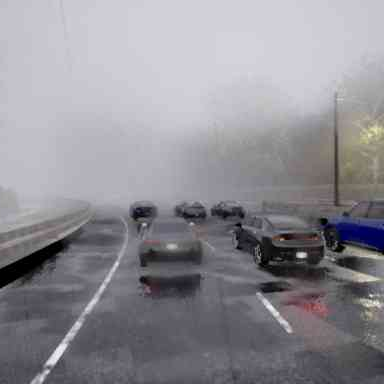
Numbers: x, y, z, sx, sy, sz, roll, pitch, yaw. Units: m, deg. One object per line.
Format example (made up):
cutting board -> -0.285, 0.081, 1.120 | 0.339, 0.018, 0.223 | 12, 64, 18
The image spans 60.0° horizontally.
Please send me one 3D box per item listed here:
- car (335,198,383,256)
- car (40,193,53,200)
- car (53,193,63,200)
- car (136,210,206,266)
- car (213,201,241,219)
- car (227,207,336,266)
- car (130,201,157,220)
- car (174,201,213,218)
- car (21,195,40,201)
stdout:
car -> 6.387, 1.193, 10.611 | 2.150, 2.045, 5.566 | 0, 0, -6
car -> -38.594, 1.576, 85.523 | 4.902, 1.511, 2.128 | 0, 0, 38
car -> -36.435, 1.286, 88.297 | 5.566, 2.045, 2.150 | 0, 0, 39
car -> -0.817, 1.569, 11.731 | 1.994, 1.385, 4.181 | 0, 0, -7
car -> 2.996, 1.514, 28.575 | 1.812, 1.442, 4.674 | 0, 0, -15
car -> 2.741, 1.493, 11.536 | 1.837, 1.490, 4.892 | 0, 0, -6
car -> -4.151, 1.498, 28.170 | 1.882, 1.535, 5.008 | 0, 0, -15
car -> -0.234, 1.495, 27.079 | 2.128, 1.511, 4.902 | 0, 0, -14
car -> -40.742, 1.417, 82.760 | 4.553, 1.767, 2.097 | 0, 0, 38
